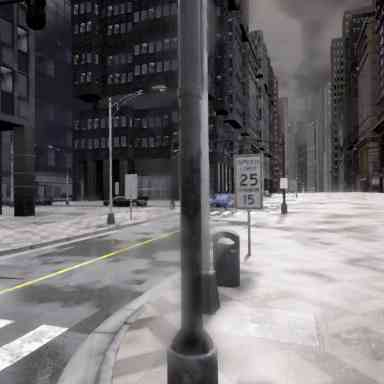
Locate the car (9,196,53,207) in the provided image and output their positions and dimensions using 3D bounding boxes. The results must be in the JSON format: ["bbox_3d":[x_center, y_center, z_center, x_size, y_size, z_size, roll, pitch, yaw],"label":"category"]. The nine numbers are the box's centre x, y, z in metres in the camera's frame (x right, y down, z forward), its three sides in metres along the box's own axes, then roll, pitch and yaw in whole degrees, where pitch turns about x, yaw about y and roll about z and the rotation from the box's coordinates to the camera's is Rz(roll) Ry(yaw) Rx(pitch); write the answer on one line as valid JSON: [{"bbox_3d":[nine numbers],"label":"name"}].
[{"bbox_3d":[-19.481,1.263,40.728,4.718,1.301,1.895,0,0,19],"label":"car"}]

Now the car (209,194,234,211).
[{"bbox_3d":[2.899,0.939,32.600,1.882,1.535,5.008,0,1,19],"label":"car"}]

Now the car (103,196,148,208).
[{"bbox_3d":[-7.273,1.145,36.526,4.718,1.301,1.895,-1,0,19],"label":"car"}]

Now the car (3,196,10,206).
[{"bbox_3d":[-25.283,1.299,46.097,4.181,1.385,1.994,0,0,19],"label":"car"}]

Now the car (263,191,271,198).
[{"bbox_3d":[14.876,0.461,67.391,1.994,1.385,4.181,-1,1,19],"label":"car"}]
